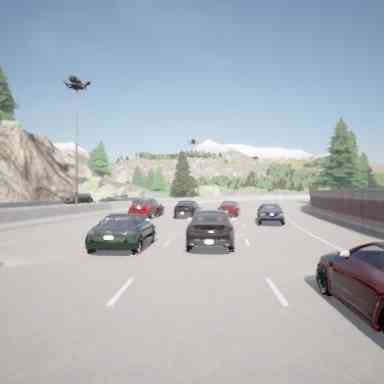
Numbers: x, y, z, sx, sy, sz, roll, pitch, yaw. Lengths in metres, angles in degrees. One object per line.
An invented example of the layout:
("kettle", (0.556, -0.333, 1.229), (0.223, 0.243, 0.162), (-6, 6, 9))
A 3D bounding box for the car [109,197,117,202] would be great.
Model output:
("car", (-11.112, 1.513, 55.839), (2.033, 1.411, 5.357), (0, 0, 21))

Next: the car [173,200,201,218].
("car", (-0.319, 1.487, 29.717), (1.837, 1.490, 4.892), (0, 0, 12))

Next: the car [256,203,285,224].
("car", (5.727, 1.533, 24.440), (2.033, 1.411, 5.357), (0, 0, 10))

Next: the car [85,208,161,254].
("car", (-2.738, 1.555, 13.565), (1.994, 1.385, 4.181), (0, 0, 5))

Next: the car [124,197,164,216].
("car", (-3.941, 1.334, 29.408), (2.097, 1.767, 4.553), (0, 0, 11))

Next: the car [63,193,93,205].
("car", (-18.794, 1.187, 55.100), (2.150, 2.045, 5.566), (0, 0, 19))

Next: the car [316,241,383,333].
("car", (3.763, 1.561, 5.933), (1.994, 1.385, 4.181), (0, 0, 2))

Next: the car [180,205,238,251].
("car", (0.814, 1.497, 14.056), (1.837, 1.490, 4.892), (0, 0, 5))

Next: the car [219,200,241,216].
("car", (3.466, 1.508, 30.686), (1.812, 1.442, 4.674), (0, 0, 12))

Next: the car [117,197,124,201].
("car", (-8.962, 1.516, 51.534), (2.033, 1.411, 5.357), (0, 0, 19))

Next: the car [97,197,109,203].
("car", (-14.403, 1.528, 56.990), (1.994, 1.385, 4.181), (0, 0, 21))
